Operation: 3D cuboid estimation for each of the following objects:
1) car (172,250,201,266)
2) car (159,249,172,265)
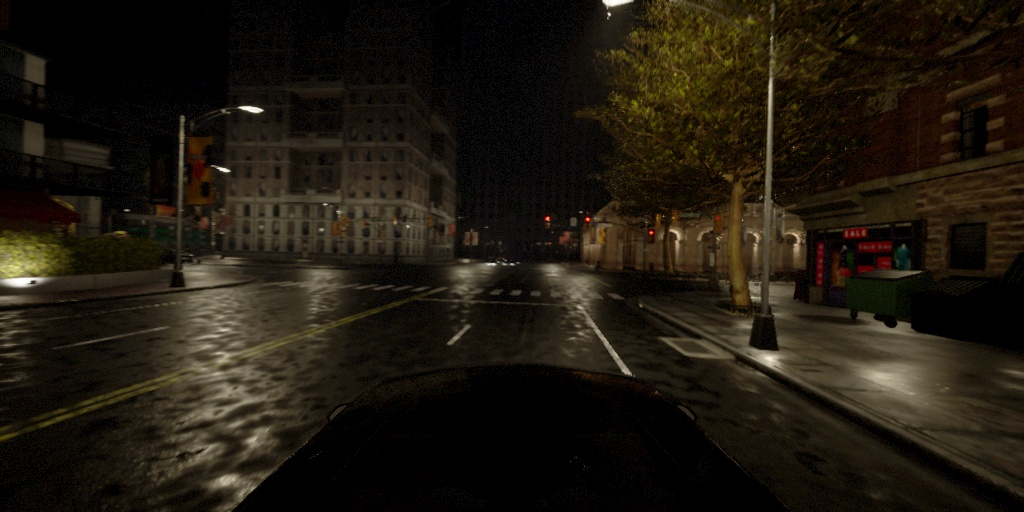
[{"bbox_3d":[-32.029,0.136,33.814,4.902,1.511,2.128,2,0,6],"label":"car"},{"bbox_3d":[-31.919,0.231,30.288,4.181,1.385,1.994,2,0,6],"label":"car"}]
